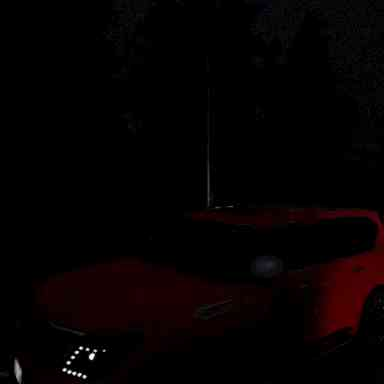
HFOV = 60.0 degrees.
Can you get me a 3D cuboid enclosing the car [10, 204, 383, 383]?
[{"bbox_3d":[0.717,1.223,4.535,5.566,2.045,2.150,1,0,-36],"label":"car"}]
